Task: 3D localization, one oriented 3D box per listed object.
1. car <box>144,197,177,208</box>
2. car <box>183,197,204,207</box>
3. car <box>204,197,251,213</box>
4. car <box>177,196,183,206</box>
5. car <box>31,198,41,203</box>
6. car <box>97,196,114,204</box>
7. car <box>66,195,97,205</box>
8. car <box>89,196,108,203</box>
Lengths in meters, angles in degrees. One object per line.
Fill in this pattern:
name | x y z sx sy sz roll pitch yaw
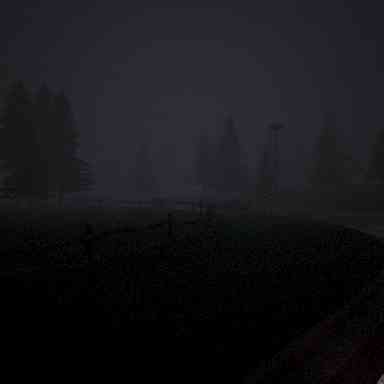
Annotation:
car | -5.050 1.504 49.481 4.892 1.490 1.837 0 0 41
car | 1.566 1.477 48.378 5.008 1.535 1.882 0 0 41
car | 4.159 1.492 36.868 4.902 1.511 2.128 0 0 41
car | -2.302 1.477 56.362 5.008 1.535 1.882 0 0 41
car | -31.224 1.524 67.413 4.674 1.442 1.812 0 0 41
car | -16.825 1.564 64.319 4.181 1.385 1.994 0 0 41
car | -18.975 1.354 56.919 4.553 1.767 2.097 0 0 41
car | -20.293 1.553 71.828 4.181 1.385 1.994 0 0 41
